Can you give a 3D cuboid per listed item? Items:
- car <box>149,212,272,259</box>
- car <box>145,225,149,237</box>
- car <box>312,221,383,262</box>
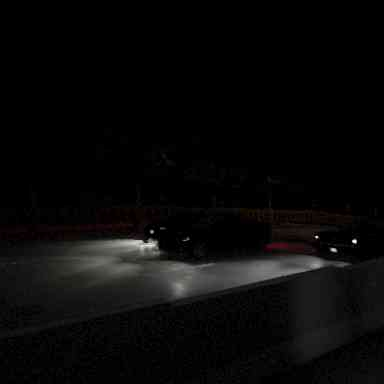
[{"bbox_3d":[1.045,1.604,13.333,5.008,1.535,1.882,1,-1,-35],"label":"car"},{"bbox_3d":[-0.239,1.704,16.717,4.181,1.385,1.994,1,-1,-35],"label":"car"},{"bbox_3d":[6.873,1.830,13.189,4.718,1.301,1.895,2,-1,-35],"label":"car"}]
